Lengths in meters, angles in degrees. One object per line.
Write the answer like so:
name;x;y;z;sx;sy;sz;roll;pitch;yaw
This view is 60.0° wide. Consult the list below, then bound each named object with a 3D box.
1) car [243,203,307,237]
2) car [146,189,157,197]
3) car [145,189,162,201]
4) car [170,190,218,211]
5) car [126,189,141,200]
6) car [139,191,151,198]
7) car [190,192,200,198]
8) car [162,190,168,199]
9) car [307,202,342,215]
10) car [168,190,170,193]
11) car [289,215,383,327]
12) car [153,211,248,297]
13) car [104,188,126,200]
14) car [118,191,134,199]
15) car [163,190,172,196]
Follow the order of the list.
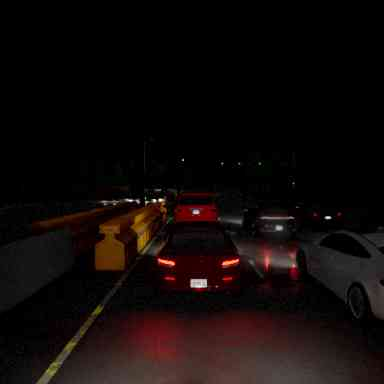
car;3.701;1.274;16.474;2.128;1.511;4.902;0;1;0
car;-9.855;0.177;80.598;2.097;1.767;4.553;0;1;0
car;-6.639;0.710;56.376;1.812;1.442;4.674;0;1;1
car;0.208;0.982;17.961;2.150;2.045;5.566;0;1;0
car;-10.096;0.690;60.305;1.994;1.385;4.181;0;1;1
car;-9.942;0.527;70.380;1.994;1.385;4.181;0;1;0
car;0.649;0.591;69.297;1.895;1.301;4.718;0;1;0
car;-6.517;0.537;65.642;2.128;1.511;4.902;0;1;1
car;7.230;1.298;19.640;1.994;1.385;4.181;0;1;0
car;-6.397;0.251;75.658;2.097;1.767;4.553;0;1;0
car;3.630;1.453;6.766;1.812;1.442;4.674;0;1;0
car;0.142;1.431;8.242;1.812;1.442;4.674;0;1;1
car;-13.628;0.382;58.020;2.150;2.045;5.566;0;1;1
car;-13.461;0.556;68.158;2.033;1.411;5.357;0;1;0
car;-6.307;0.277;86.212;2.033;1.411;5.357;0;1;0
